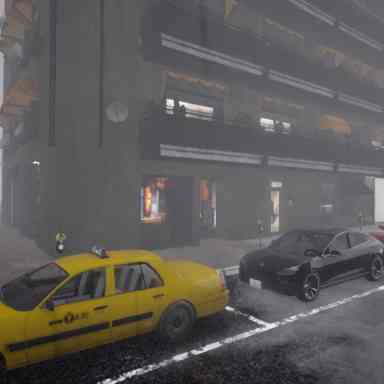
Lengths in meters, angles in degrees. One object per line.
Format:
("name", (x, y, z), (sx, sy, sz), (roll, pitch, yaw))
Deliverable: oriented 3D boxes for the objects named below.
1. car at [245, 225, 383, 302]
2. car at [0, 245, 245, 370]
("car", (3.125, 1.567, 8.297), (4.313, 1.339, 1.947), (0, 1, -35))
("car", (-1.638, 1.526, 4.915), (4.829, 1.417, 1.752), (0, 1, -35))
